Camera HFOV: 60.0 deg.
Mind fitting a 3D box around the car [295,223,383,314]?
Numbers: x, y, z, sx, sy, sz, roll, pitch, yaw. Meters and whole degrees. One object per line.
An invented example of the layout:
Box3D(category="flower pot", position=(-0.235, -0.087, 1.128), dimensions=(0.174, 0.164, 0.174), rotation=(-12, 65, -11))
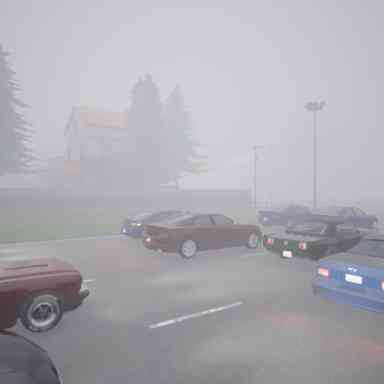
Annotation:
Box3D(category="car", position=(4.835, 1.547, 7.204), dimensions=(5.357, 1.411, 2.033), rotation=(0, 0, -35))

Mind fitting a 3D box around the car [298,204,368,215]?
Box3D(category="car", position=(8.326, 1.478, 18.307), dimensions=(5.008, 1.535, 1.882), rotation=(0, 0, -36))

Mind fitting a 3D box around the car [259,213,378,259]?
Box3D(category="car", position=(4.721, 1.601, 11.429), dimensions=(4.718, 1.301, 1.895), rotation=(0, 0, -35))

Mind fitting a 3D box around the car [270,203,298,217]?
Box3D(category="car", position=(6.383, 1.478, 21.218), dimensions=(5.008, 1.535, 1.882), rotation=(0, 0, -36))

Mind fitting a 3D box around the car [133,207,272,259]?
Box3D(category="car", position=(0.538, 1.478, 12.752), dimensions=(5.008, 1.535, 1.882), rotation=(0, 0, -35))

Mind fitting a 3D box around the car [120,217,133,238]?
Box3D(category="car", position=(-1.087, 1.526, 15.885), dimensions=(4.674, 1.442, 1.812), rotation=(0, 0, -36))

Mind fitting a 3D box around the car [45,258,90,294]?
Box3D(category="car", position=(-4.134, 1.601, 5.151), dimensions=(4.718, 1.301, 1.895), rotation=(0, 0, -35))

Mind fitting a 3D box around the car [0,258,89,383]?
Box3D(category="car", position=(-3.154, 1.492, 1.512), dimensions=(4.902, 1.511, 2.128), rotation=(0, 0, -35))
